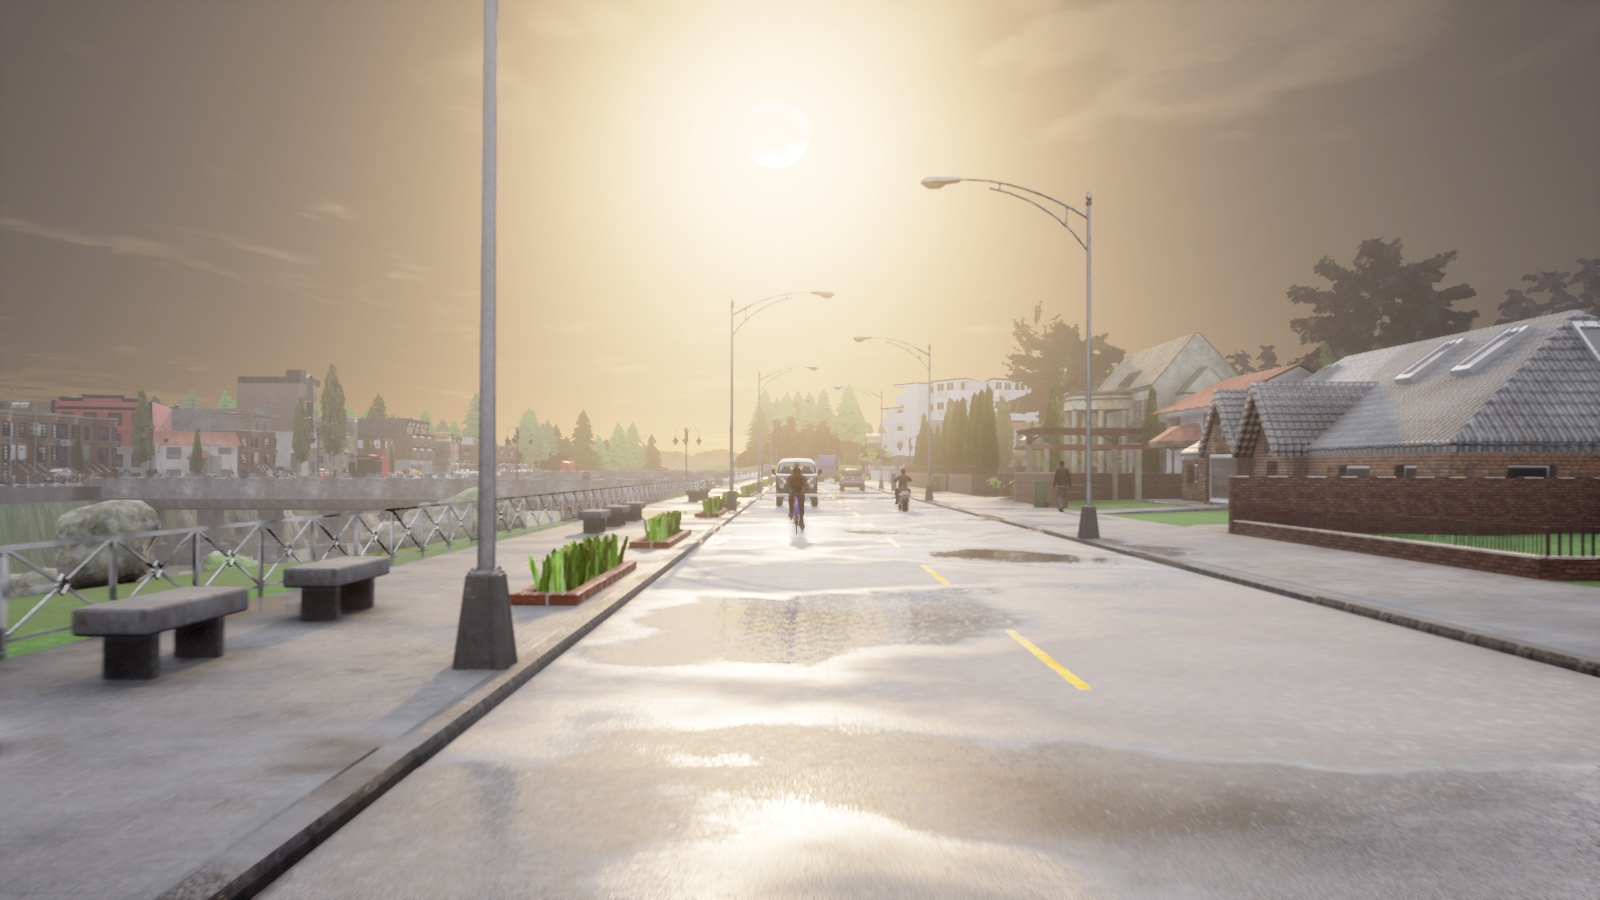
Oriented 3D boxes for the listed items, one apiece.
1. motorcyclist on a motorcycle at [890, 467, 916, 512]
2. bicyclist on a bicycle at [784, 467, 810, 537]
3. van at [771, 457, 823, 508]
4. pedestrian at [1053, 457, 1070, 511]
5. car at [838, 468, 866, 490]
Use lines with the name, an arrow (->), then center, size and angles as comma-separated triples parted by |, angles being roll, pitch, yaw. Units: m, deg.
motorcyclist on a motorcycle -> 3.888, 1.479, 47.562 | 0.766, 1.649, 2.350 | 0, -1, 0
bicyclist on a bicycle -> -0.072, 1.231, 30.238 | 0.582, 1.620, 1.656 | 0, -1, 0
van -> -0.126, 1.351, 52.910 | 2.069, 2.038, 4.480 | 0, -1, 0
pedestrian -> 9.000, 1.151, 43.201 | 0.431, 1.840, 0.703 | 0, -1, -1
car -> 3.783, 2.104, 91.502 | 1.851, 1.617, 3.988 | 0, -1, 0
